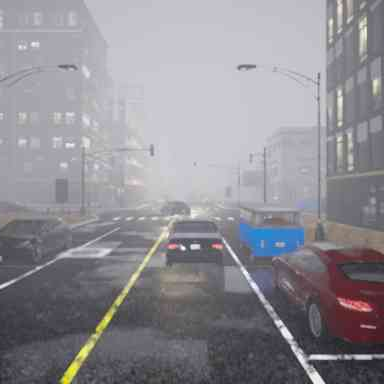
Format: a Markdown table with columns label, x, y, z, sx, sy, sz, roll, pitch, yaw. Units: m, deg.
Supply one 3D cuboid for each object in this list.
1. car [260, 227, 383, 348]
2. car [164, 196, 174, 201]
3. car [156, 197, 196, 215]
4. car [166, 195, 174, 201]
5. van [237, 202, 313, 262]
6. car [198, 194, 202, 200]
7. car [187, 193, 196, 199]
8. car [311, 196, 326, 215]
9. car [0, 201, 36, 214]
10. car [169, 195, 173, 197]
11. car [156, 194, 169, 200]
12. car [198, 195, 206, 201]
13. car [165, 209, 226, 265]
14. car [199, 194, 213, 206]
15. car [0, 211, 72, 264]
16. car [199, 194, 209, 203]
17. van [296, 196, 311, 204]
| label | x | y | z | sx | sy | sz | roll | pitch | yaw |
| --- | --- | --- | --- | --- | --- | --- | --- | --- | --- |
| car | 2.653 | 1.582 | 6.157 | 1.802 | 1.307 | 4.206 | 0 | 0 | 0 |
| car | -5.814 | 1.629 | 84.315 | 2.008 | 1.369 | 4.403 | 0 | 0 | 0 |
| car | -1.638 | 1.516 | 31.884 | 1.812 | 1.442 | 4.674 | 1 | 0 | -22 |
| car | -5.822 | 1.614 | 89.684 | 1.752 | 1.417 | 4.829 | 0 | 0 | 0 |
| van | 2.645 | 1.342 | 11.846 | 1.690 | 1.788 | 3.998 | 0 | 0 | 0 |
| car | 2.592 | 1.631 | 67.711 | 1.802 | 1.307 | 4.206 | 0 | 0 | 0 |
| car | -0.124 | 1.301 | 83.048 | 2.150 | 2.045 | 5.566 | 0 | 0 | 0 |
| car | 14.875 | 1.358 | 32.756 | 5.009 | 1.841 | 2.192 | 0 | 0 | 0 |
| car | -17.513 | 1.534 | 32.627 | 4.206 | 1.307 | 1.802 | 0 | 0 | 0 |
| car | -5.796 | 1.373 | 73.237 | 2.192 | 1.841 | 5.009 | 0 | 0 | 0 |
| car | -5.780 | 1.567 | 61.988 | 1.752 | 1.417 | 4.829 | 0 | 0 | 0 |
| car | 2.558 | 1.640 | 89.868 | 2.008 | 1.369 | 4.403 | 0 | 0 | 0 |
| car | 0.084 | 1.549 | 11.623 | 2.033 | 1.411 | 5.357 | 0 | 0 | 0 |
| car | 2.609 | 1.560 | 56.803 | 1.752 | 1.417 | 4.829 | 0 | 0 | 0 |
| car | -5.703 | 1.567 | 11.859 | 1.947 | 1.339 | 4.313 | 0 | 0 | 0 |
| car | 2.585 | 1.373 | 73.251 | 2.192 | 1.841 | 5.009 | 0 | 0 | 0 |
| van | 14.839 | 1.425 | 41.136 | 3.998 | 1.788 | 1.690 | 0 | 0 | 0 |
